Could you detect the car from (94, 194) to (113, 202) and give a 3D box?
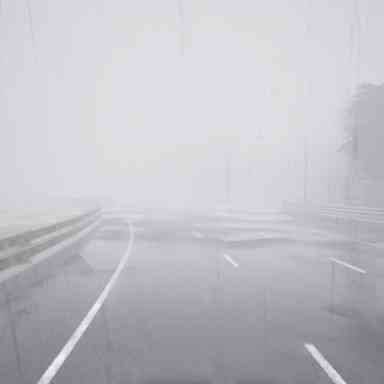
[{"bbox_3d":[-19.183,1.245,71.821,2.097,1.767,4.553,0,0,-43],"label":"car"}]

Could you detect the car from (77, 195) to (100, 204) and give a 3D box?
[{"bbox_3d":[-18.514,1.505,59.517,1.994,1.385,4.181,0,0,-35],"label":"car"}]

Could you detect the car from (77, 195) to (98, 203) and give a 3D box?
[{"bbox_3d":[-21.860,1.399,69.562,2.128,1.511,4.902,0,0,-43],"label":"car"}]

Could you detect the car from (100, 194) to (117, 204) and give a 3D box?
[{"bbox_3d":[-15.592,1.563,61.440,1.895,1.301,4.718,0,0,-35],"label":"car"}]

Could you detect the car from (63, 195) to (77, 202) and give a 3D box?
[{"bbox_3d":[-24.515,1.383,67.282,1.812,1.442,4.674,0,0,-43],"label":"car"}]
